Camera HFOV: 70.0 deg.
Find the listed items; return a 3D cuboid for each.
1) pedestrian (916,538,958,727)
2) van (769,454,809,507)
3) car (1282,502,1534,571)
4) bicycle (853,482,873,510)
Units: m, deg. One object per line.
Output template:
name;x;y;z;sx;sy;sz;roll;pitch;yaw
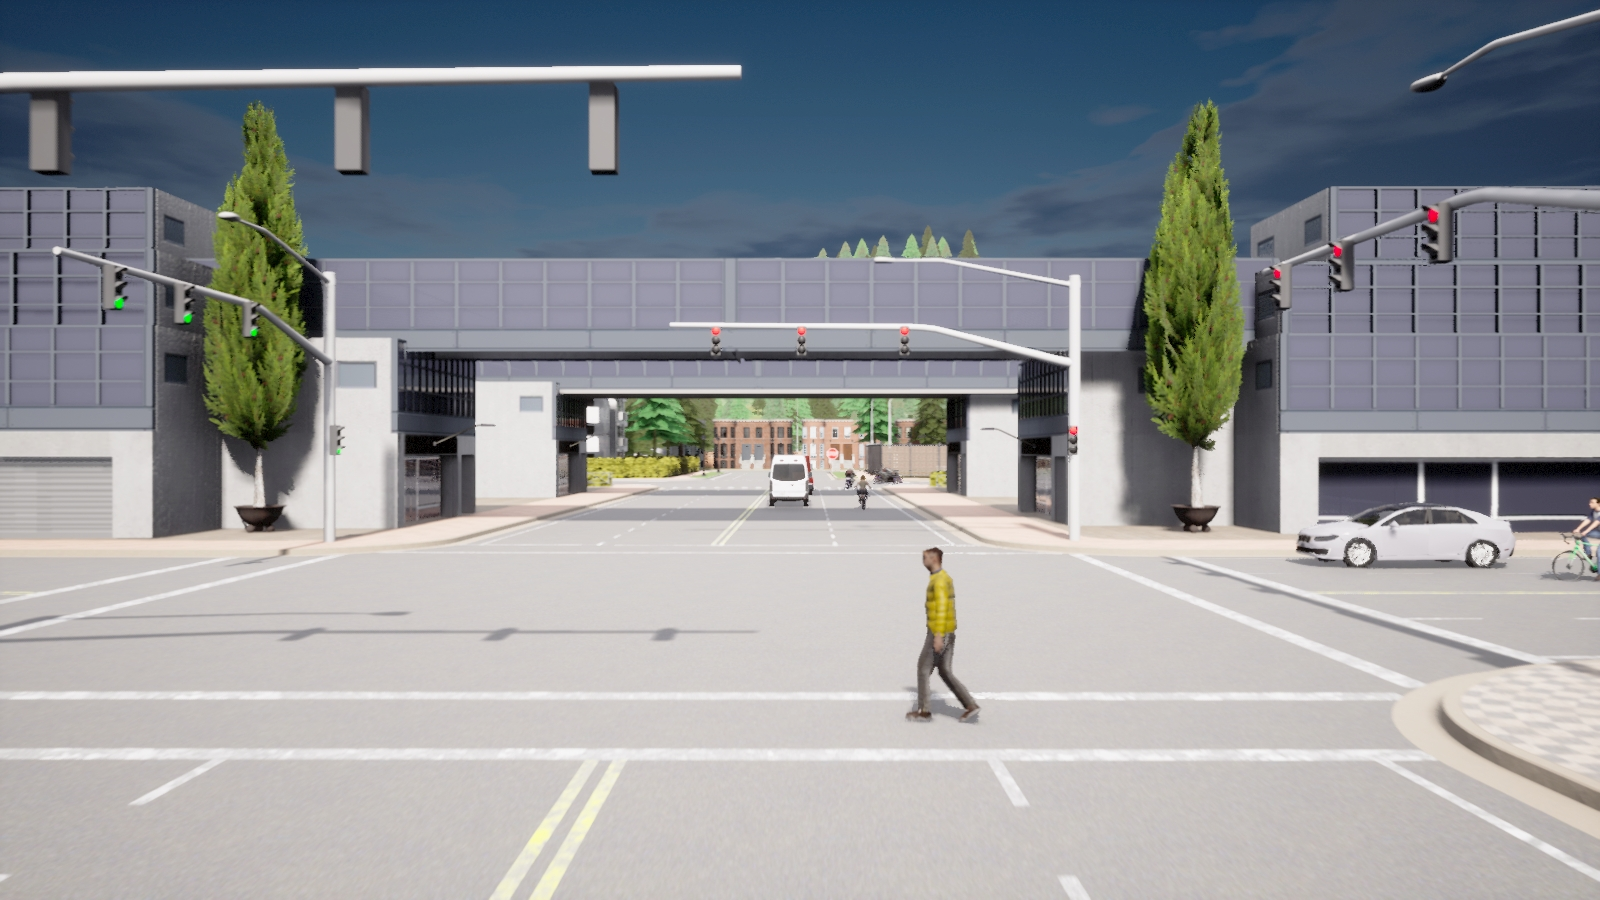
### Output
pedestrian;1.401;1.846;11.681;0.375;1.860;0.375;0;0;16
van;-0.525;1.525;58.860;1.988;2.561;5.915;0;0;0
car;14.608;2.058;27.689;4.892;1.480;2.231;0;0;0
bicycle;2.953;2.149;53.664;0.859;1.276;1.487;0;0;0
